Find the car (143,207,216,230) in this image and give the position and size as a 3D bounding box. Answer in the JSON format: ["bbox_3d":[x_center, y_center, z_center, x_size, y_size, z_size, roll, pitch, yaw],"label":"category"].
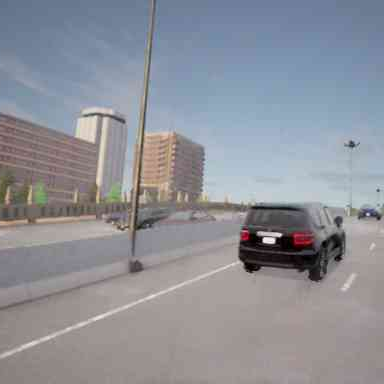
[{"bbox_3d":[-0.303,1.713,18.222,1.812,1.442,4.674,0,-1,33],"label":"car"}]

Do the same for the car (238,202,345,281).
[{"bbox_3d":[3.396,1.346,10.652,2.150,2.045,5.566,0,-1,33],"label":"car"}]

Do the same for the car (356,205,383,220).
[{"bbox_3d":[17.504,1.972,32.662,1.812,1.442,4.674,0,-1,33],"label":"car"}]

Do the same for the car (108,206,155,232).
[{"bbox_3d":[-2.664,1.711,21.024,1.837,1.490,4.892,0,0,33],"label":"car"}]

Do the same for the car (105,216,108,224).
[{"bbox_3d":[-4.051,1.794,25.346,2.033,1.411,5.357,0,-1,33],"label":"car"}]
